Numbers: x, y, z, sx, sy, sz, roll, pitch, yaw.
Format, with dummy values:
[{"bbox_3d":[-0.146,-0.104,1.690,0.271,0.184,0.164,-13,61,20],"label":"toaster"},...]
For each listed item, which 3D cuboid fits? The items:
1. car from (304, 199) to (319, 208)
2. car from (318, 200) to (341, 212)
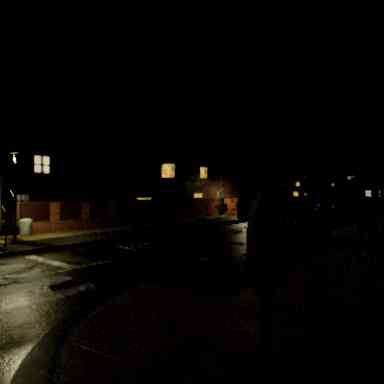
[{"bbox_3d":[19.451,1.801,53.234,1.812,1.442,4.674,1,0,2],"label":"car"},{"bbox_3d":[18.097,1.811,43.304,1.994,1.385,4.181,1,0,15],"label":"car"}]
